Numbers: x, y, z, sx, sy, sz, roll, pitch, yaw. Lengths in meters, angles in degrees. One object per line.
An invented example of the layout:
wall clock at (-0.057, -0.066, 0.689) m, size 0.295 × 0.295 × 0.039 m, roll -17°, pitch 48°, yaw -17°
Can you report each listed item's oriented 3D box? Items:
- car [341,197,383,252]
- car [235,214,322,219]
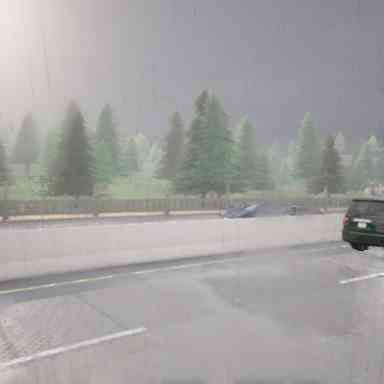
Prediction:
car at (8.080, 1.211, 12.376) m, size 5.566 × 2.045 × 2.150 m, roll 0°, pitch 0°, yaw -27°
car at (5.245, 1.460, 18.946) m, size 4.902 × 1.511 × 2.128 m, roll 0°, pitch 0°, yaw -26°
